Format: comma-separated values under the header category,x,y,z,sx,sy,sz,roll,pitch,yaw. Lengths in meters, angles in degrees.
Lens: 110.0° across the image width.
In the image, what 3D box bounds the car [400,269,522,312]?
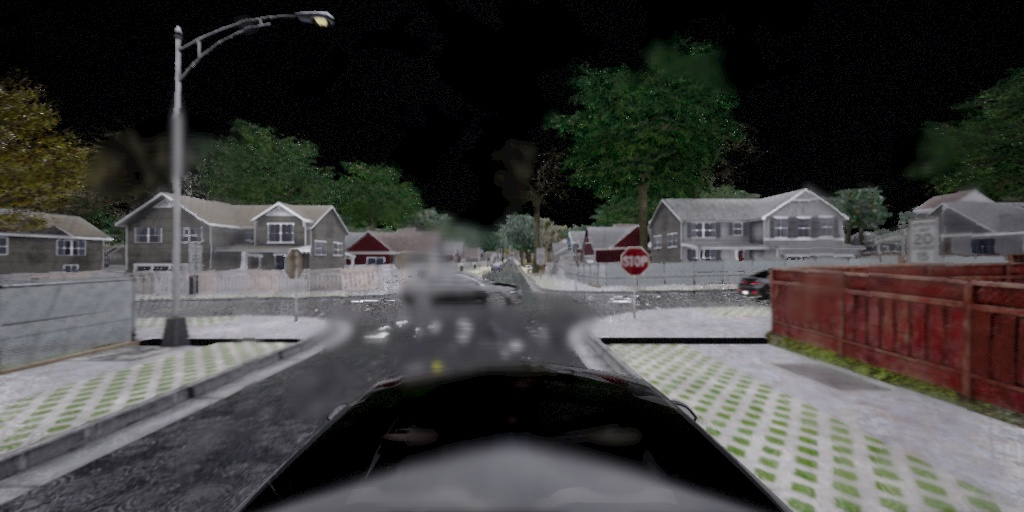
category,x,y,z,sx,sy,sz,roll,pitch,yaw
car,-2.057,1.446,14.724,4.902,1.511,2.128,-1,-1,-1

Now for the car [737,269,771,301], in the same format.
category,x,y,z,sx,sy,sz,roll,pitch,yaw
car,12.050,1.227,14.858,4.892,1.490,1.837,-1,0,-1

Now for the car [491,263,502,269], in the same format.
category,x,y,z,sx,sy,sz,roll,pitch,yaw
car,-2.744,1.966,64.128,1.812,1.442,4.674,0,-1,0
